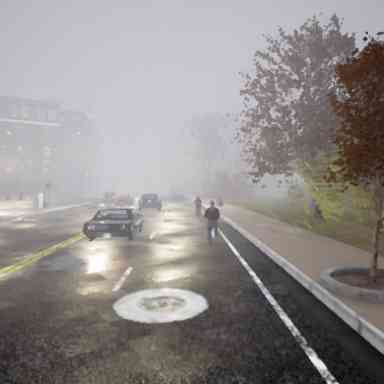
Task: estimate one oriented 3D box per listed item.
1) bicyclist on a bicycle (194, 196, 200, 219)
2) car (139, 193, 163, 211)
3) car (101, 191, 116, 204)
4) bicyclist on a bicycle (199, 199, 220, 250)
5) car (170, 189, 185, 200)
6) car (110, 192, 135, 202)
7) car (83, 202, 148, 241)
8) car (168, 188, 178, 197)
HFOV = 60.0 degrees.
[{"bbox_3d":[0.441,1.096,23.410,0.582,1.620,1.656,0,1,-2],"label":"bicyclist on a bicycle"},{"bbox_3d":[-4.010,0.854,32.808,2.097,1.767,4.553,0,1,-3],"label":"car"},{"bbox_3d":[-11.430,0.644,46.571,2.097,1.767,4.553,0,1,-6],"label":"car"},{"bbox_3d":[0.744,1.181,12.368,0.659,1.776,1.843,0,1,-1],"label":"bicyclist on a bicycle"},{"bbox_3d":[-2.310,0.698,56.291,1.994,1.385,4.181,0,1,-5],"label":"car"},{"bbox_3d":[-7.731,0.982,38.394,1.994,1.385,4.181,0,1,-3],"label":"car"},{"bbox_3d":[-3.361,1.371,15.190,1.895,1.301,4.718,0,1,-1],"label":"car"},{"bbox_3d":[-4.083,0.080,74.063,2.150,2.045,5.566,0,1,-6],"label":"car"}]
